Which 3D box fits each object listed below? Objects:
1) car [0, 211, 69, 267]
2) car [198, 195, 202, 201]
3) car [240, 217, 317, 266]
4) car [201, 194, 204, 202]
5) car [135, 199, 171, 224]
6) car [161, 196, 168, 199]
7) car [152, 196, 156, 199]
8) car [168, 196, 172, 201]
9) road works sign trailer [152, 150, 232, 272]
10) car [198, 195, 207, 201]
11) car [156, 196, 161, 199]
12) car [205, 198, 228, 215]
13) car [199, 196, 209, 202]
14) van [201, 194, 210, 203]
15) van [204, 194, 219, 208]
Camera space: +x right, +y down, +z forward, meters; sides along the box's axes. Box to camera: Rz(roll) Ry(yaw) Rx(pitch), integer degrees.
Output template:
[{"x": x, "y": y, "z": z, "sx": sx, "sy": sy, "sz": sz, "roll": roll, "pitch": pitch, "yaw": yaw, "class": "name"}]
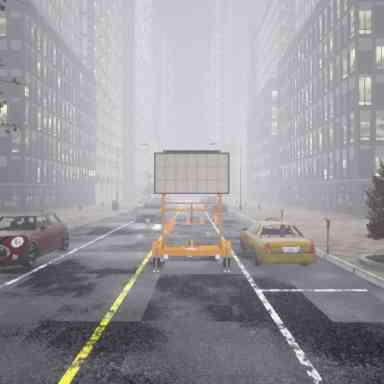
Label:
[{"x": -5.702, "y": 1.439, "z": 11.162, "sx": 1.967, "sy": 1.590, "sz": 4.097, "roll": 0, "pitch": 0, "yaw": 0, "class": "car"}, {"x": 2.648, "y": 1.562, "z": 62.380, "sx": 1.802, "sy": 1.307, "sz": 4.206, "roll": 0, "pitch": 0, "yaw": 0, "class": "car"}, {"x": 2.679, "y": 1.524, "z": 11.322, "sx": 1.752, "sy": 1.417, "sz": 4.829, "roll": 0, "pitch": 0, "yaw": 0, "class": "car"}, {"x": 2.658, "y": 1.429, "z": 45.305, "sx": 1.967, "sy": 1.590, "sz": 4.097, "roll": 0, "pitch": 0, "yaw": 0, "class": "car"}, {"x": -3.016, "y": 1.542, "z": 25.334, "sx": 2.033, "sy": 1.411, "sz": 5.357, "roll": 0, "pitch": 0, "yaw": 0, "class": "car"}, {"x": -5.730, "y": 1.424, "z": 56.698, "sx": 1.967, "sy": 1.590, "sz": 4.097, "roll": 0, "pitch": 0, "yaw": 0, "class": "car"}, {"x": -5.719, "y": 1.516, "z": 39.452, "sx": 1.752, "sy": 1.417, "sz": 4.829, "roll": 0, "pitch": 0, "yaw": 0, "class": "car"}, {"x": -5.743, "y": 1.534, "z": 79.465, "sx": 1.947, "sy": 1.339, "sz": 4.313, "roll": 0, "pitch": 0, "yaw": 0, "class": "car"}, {"x": -0.008, "y": 0.463, "z": 10.729, "sx": 2.380, "sy": 3.560, "sz": 2.880, "roll": 0, "pitch": 0, "yaw": 0, "class": "road works sign trailer"}, {"x": 2.635, "y": 1.514, "z": 85.150, "sx": 2.008, "sy": 1.369, "sz": 4.403, "roll": 0, "pitch": 0, "yaw": 0, "class": "car"}, {"x": -5.722, "y": 1.571, "z": 45.314, "sx": 1.802, "sy": 1.307, "sz": 4.206, "roll": 0, "pitch": 0, "yaw": 0, "class": "car"}, {"x": 2.665, "y": 1.558, "z": 33.919, "sx": 1.947, "sy": 1.339, "sz": 4.313, "roll": 0, "pitch": 0, "yaw": 0, "class": "car"}, {"x": 2.641, "y": 1.517, "z": 73.765, "sx": 1.887, "sy": 1.381, "sz": 4.507, "roll": 0, "pitch": 0, "yaw": 0, "class": "car"}, {"x": 2.644, "y": 1.318, "z": 68.073, "sx": 1.690, "sy": 1.788, "sz": 3.998, "roll": 0, "pitch": 0, "yaw": 0, "class": "van"}, {"x": 2.661, "y": 1.332, "z": 39.612, "sx": 1.690, "sy": 1.788, "sz": 3.998, "roll": 0, "pitch": 0, "yaw": 0, "class": "van"}]
